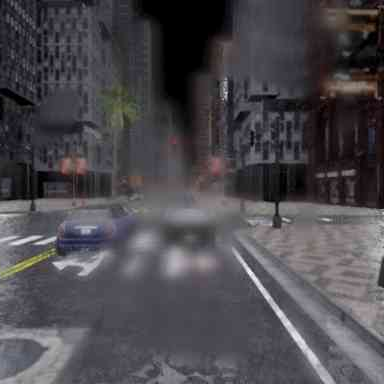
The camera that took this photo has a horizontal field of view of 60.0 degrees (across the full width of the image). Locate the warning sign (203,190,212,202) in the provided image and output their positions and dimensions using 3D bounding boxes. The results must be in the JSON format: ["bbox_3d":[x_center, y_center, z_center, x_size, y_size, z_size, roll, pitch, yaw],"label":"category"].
[{"bbox_3d":[2.458,0.683,53.306,1.300,1.860,1.060,1,1,0],"label":"warning sign"}]

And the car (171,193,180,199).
[{"bbox_3d":[-3.845,0.953,78.853,2.033,1.411,5.357,0,0,0],"label":"car"}]

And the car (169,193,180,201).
[{"bbox_3d":[-3.770,1.081,68.819,1.994,1.385,4.181,0,0,0],"label":"car"}]

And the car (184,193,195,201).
[{"bbox_3d":[-0.475,1.062,65.356,1.812,1.442,4.674,0,0,0],"label":"car"}]

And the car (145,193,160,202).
[{"bbox_3d":[-6.991,0.902,59.017,2.097,1.767,4.553,0,0,0],"label":"car"}]

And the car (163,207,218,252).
[{"bbox_3d":[-0.058,1.348,13.231,1.882,1.535,5.008,0,0,0],"label":"car"}]

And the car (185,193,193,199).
[{"bbox_3d":[-0.595,0.913,78.877,1.837,1.490,4.892,0,0,0],"label":"car"}]

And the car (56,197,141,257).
[{"bbox_3d":[-3.309,1.229,12.522,2.097,1.767,4.553,0,1,0],"label":"car"}]

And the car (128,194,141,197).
[{"bbox_3d":[-10.242,1.041,59.095,2.128,1.511,4.902,0,0,0],"label":"car"}]
